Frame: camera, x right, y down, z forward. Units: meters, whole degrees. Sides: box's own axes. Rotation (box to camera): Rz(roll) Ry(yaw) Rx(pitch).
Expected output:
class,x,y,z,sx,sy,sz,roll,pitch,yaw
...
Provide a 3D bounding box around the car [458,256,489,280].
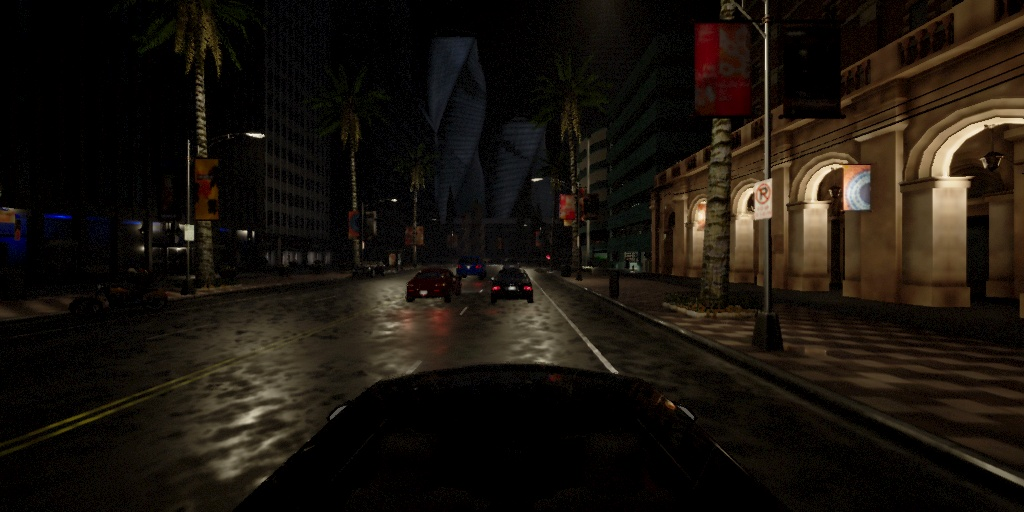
class,x,y,z,sx,sy,sz,roll,pitch,yaw
car,-3.500,1.005,31.530,2.150,2.045,5.566,0,0,0

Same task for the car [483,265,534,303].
class,x,y,z,sx,sy,sz,roll,pitch,yaw
car,0.000,1.310,16.500,2.033,1.411,5.357,0,0,0

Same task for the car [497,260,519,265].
class,x,y,z,sx,sy,sz,roll,pitch,yaw
car,0.000,1.311,31.500,2.033,1.411,5.357,0,0,0

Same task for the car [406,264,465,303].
class,x,y,z,sx,sy,sz,roll,pitch,yaw
car,-3.500,1.280,16.500,1.812,1.442,4.674,0,0,0
